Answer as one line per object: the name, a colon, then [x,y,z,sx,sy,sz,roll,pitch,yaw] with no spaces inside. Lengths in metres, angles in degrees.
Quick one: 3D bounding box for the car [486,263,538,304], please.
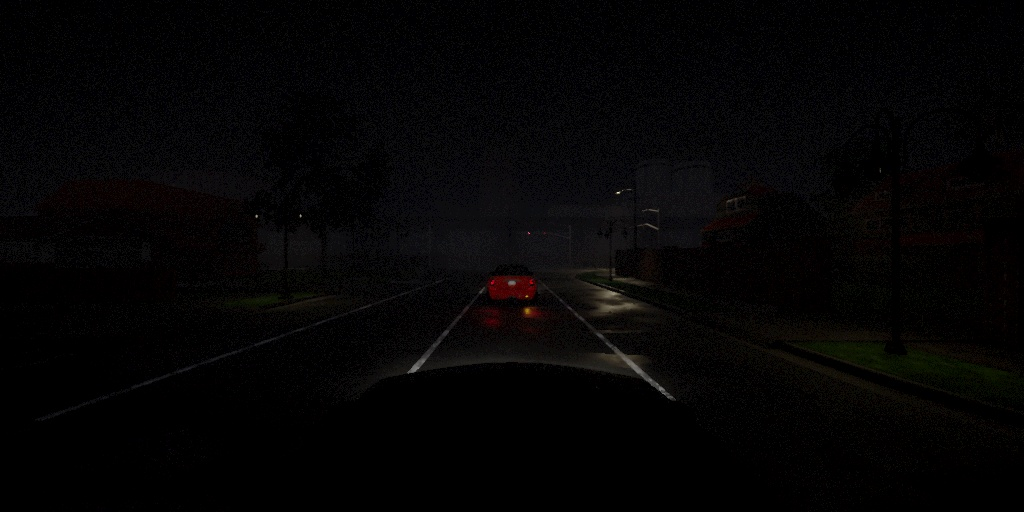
car: [0.000,1.113,16.470,2.097,1.767,4.553,0,0,0]
